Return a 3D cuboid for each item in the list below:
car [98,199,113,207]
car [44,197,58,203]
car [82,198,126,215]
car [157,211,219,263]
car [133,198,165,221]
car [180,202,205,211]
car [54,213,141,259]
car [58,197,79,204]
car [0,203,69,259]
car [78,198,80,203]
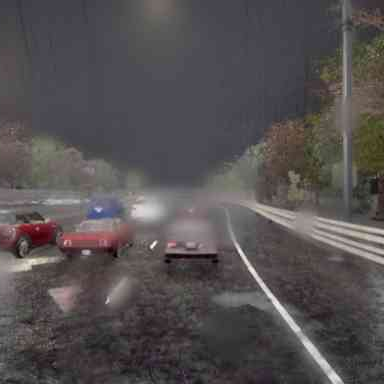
[{"bbox_3d":[-17.487,2.220,67.405,1.882,1.535,5.008,0,-1,0],"label":"car"},{"bbox_3d":[-27.987,1.967,67.380,2.150,2.045,5.566,0,-1,0],"label":"car"},{"bbox_3d":[-6.984,1.513,27.595,2.150,2.045,5.566,0,0,0],"label":"car"},{"bbox_3d":[0.010,1.676,12.536,2.033,1.411,5.357,0,-1,1],"label":"car"},{"bbox_3d":[-3.484,1.513,27.567,2.150,2.045,5.566,0,0,0],"label":"car"},{"bbox_3d":[0.030,1.648,28.424,2.097,1.767,4.553,0,-1,1],"label":"car"},{"bbox_3d":[-3.479,1.737,13.248,1.895,1.301,4.718,0,-1,1],"label":"car"},{"bbox_3d":[-24.487,1.967,67.379,2.150,2.045,5.566,0,-1,0],"label":"car"},{"bbox_3d":[-6.974,1.489,13.422,2.097,1.767,4.553,0,-1,1],"label":"car"},{"bbox_3d":[-20.987,2.267,67.405,1.812,1.442,4.674,0,-1,0],"label":"car"}]
